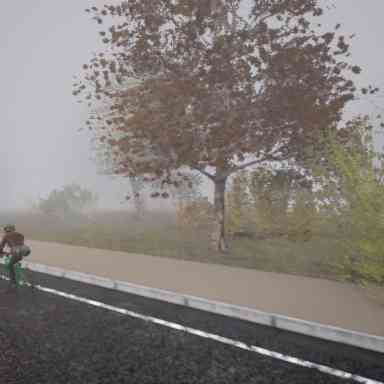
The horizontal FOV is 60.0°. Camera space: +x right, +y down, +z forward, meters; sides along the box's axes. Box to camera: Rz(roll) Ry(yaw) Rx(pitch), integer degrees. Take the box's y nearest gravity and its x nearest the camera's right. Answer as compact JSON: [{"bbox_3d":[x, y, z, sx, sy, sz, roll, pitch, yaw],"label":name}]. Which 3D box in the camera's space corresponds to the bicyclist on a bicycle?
[{"bbox_3d":[-4.041,1.576,7.548,1.656,1.620,0.582,-1,-1,36],"label":"bicyclist on a bicycle"}]
